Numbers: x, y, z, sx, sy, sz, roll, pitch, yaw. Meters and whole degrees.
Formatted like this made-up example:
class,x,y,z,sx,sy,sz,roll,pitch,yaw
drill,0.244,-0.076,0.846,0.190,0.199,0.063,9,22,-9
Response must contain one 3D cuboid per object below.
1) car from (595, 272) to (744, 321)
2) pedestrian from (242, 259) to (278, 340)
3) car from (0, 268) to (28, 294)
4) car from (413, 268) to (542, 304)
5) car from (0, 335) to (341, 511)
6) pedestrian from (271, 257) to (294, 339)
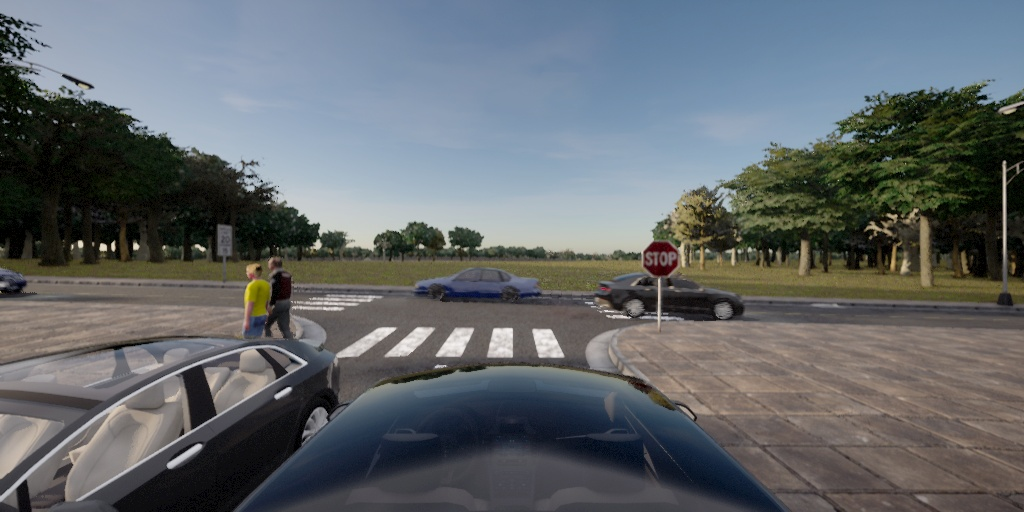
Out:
class,x,y,z,sx,sy,sz,roll,pitch,yaw
car,5.396,1.350,12.518,4.892,1.490,1.837,2,0,0
pedestrian,-4.163,1.015,5.813,0.375,1.860,0.375,1,0,0
car,-20.168,0.665,12.572,4.674,1.442,1.812,2,0,0
car,-1.408,1.211,15.481,5.357,1.411,2.033,2,0,0
car,-2.636,1.298,2.078,2.007,1.370,4.403,0,0,0
pedestrian,-4.230,0.897,6.415,0.375,1.860,0.375,1,0,0
